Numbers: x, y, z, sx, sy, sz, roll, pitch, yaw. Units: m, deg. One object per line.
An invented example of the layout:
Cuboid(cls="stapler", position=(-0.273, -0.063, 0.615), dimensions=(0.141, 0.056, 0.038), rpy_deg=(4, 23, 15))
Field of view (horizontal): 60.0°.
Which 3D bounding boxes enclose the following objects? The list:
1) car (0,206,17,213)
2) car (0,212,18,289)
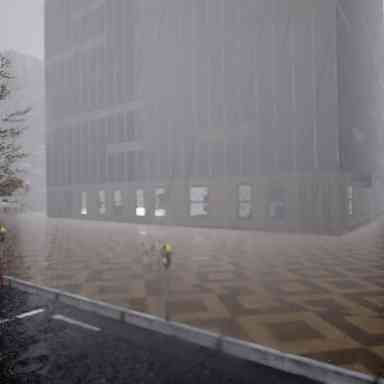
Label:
Cuboid(cls="car", position=(-24.669, 2.268, 42.773), dimensions=(1.967, 1.590, 4.097), rpy_deg=(-3, -2, 35))
Cuboid(cls="car", position=(-6.030, 1.419, 7.188), dimensions=(5.009, 1.841, 2.192), rpy_deg=(-1, -1, 35))
